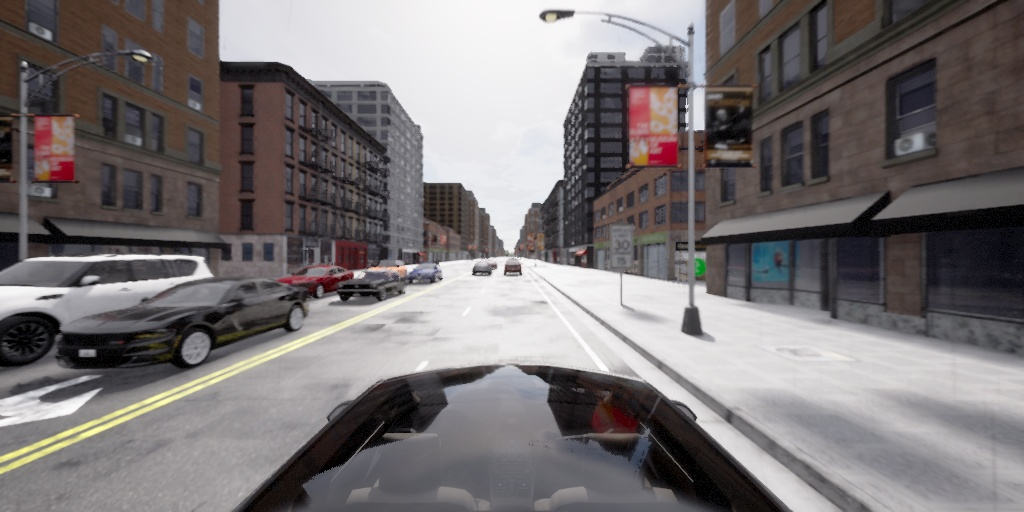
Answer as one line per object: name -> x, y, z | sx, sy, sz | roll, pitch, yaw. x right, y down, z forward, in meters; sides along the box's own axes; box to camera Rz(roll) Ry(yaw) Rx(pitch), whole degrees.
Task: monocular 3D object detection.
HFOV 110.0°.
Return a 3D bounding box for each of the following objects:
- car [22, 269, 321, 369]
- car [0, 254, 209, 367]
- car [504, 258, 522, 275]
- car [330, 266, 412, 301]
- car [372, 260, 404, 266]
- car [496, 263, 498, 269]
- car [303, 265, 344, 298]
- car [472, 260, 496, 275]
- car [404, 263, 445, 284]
car -> -6.590, 1.227, 8.035 | 1.882, 1.535, 5.008 | 0, 0, -1
car -> -9.820, 0.971, 8.290 | 2.150, 2.045, 5.566 | 0, 0, 2
car -> 0.106, 1.212, 39.166 | 1.882, 1.535, 5.008 | 0, 0, 0
car -> -6.566, 1.346, 17.374 | 1.895, 1.301, 4.718 | 0, 0, 0
car -> -9.747, 1.093, 28.211 | 2.097, 1.767, 4.553 | 0, 0, 0
car -> -3.146, 1.330, 54.839 | 1.895, 1.301, 4.718 | 0, 0, 0
car -> -9.809, 1.223, 18.291 | 1.882, 1.535, 5.008 | 0, 0, 0
car -> -3.145, 1.299, 38.502 | 1.994, 1.385, 4.181 | 0, 0, 0
car -> -6.497, 1.267, 27.454 | 1.812, 1.442, 4.674 | 0, 0, 0
